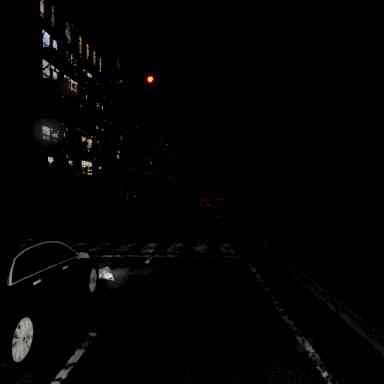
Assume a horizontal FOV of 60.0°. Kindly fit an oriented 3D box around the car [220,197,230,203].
[{"bbox_3d":[7.849,1.855,78.711,1.994,1.385,4.181,0,0,12],"label":"car"}]

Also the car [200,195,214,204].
[{"bbox_3d":[2.991,1.589,69.486,2.097,1.767,4.553,0,0,9],"label":"car"}]

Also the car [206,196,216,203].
[{"bbox_3d":[4.613,1.802,79.107,1.837,1.490,4.892,0,0,11],"label":"car"}]

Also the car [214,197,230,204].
[{"bbox_3d":[6.181,1.738,68.886,1.837,1.490,4.892,0,-1,10],"label":"car"}]

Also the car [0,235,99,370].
[{"bbox_3d":[-3.047,1.507,5.679,1.837,1.490,4.892,0,0,1],"label":"car"}]
